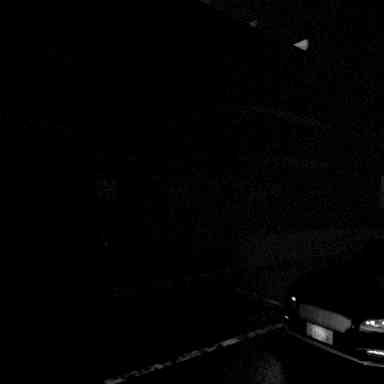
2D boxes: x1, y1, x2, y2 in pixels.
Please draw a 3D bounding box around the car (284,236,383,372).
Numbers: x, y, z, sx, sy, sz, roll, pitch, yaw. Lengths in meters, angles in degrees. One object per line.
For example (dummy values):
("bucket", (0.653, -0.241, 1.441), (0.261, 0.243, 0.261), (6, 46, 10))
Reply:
("car", (3.609, 1.546, 5.638), (4.902, 1.511, 2.128), (1, 0, -35))
